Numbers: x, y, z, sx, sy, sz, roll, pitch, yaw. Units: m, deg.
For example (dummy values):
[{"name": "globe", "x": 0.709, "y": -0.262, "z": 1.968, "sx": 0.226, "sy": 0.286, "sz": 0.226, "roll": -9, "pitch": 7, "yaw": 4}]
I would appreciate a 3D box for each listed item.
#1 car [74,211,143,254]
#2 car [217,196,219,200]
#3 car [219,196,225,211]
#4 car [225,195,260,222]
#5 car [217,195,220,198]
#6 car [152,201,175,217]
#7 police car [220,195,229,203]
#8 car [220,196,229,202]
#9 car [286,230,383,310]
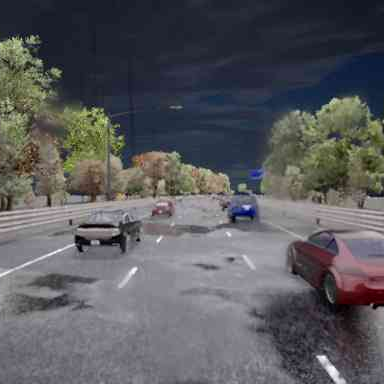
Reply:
[{"name": "car", "x": -3.240, "y": 1.510, "z": 13.707, "sx": 2.128, "sy": 1.511, "sz": 4.902, "roll": 0, "pitch": 0, "yaw": 1}, {"name": "car", "x": 5.395, "y": 1.645, "z": 53.108, "sx": 1.812, "sy": 1.442, "sz": 4.674, "roll": 0, "pitch": 0, "yaw": 4}, {"name": "car", "x": 4.711, "y": 1.595, "z": 42.252, "sx": 1.837, "sy": 1.490, "sz": 4.892, "roll": 0, "pitch": 0, "yaw": 3}, {"name": "car", "x": 4.117, "y": 1.276, "z": 26.966, "sx": 2.150, "sy": 2.045, "sz": 5.566, "roll": 0, "pitch": 0, "yaw": 2}, {"name": "car", "x": 6.231, "y": 1.630, "z": 63.954, "sx": 1.882, "sy": 1.535, "sz": 5.008, "roll": 0, "pitch": 0, "yaw": 5}, {"name": "car", "x": -2.692, "y": 1.587, "z": 31.745, "sx": 1.812, "sy": 1.442, "sz": 4.674, "roll": 0, "pitch": 0, "yaw": 2}, {"name": "police car", "x": 7.229, "y": 1.615, "z": 74.896, "sx": 1.930, "sy": 1.638, "sz": 5.238, "roll": 0, "pitch": 0, "yaw": 6}, {"name": "car", "x": 8.356, "y": 1.723, "z": 85.604, "sx": 2.128, "sy": 1.511, "sz": 4.902, "roll": 0, "pitch": 0, "yaw": 6}, {"name": "car", "x": 3.672, "y": 1.577, "z": 7.930, "sx": 1.994, "sy": 1.385, "sz": 4.181, "roll": 0, "pitch": 0, "yaw": 1}]
